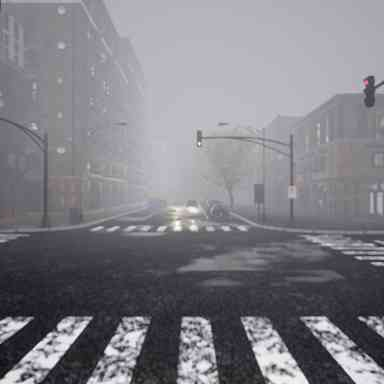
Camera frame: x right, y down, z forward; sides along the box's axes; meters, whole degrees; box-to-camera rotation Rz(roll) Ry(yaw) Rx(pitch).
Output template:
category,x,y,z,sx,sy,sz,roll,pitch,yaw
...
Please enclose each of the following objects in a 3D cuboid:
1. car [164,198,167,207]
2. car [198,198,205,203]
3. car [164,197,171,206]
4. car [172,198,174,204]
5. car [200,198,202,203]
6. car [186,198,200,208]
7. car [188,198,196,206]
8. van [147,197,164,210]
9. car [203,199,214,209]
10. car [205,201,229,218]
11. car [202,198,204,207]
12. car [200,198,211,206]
category,x,y,z,sx,sy,sz,roll,pitch,yaw
car,-5.689,2.084,55.677,1.802,1.307,4.206,0,-1,0
car,2.693,2.471,95.551,2.008,1.369,4.403,0,-1,0
car,-5.690,1.874,61.376,2.192,1.841,5.009,0,-1,0
car,-5.689,2.227,72.767,2.008,1.369,4.403,0,-1,0
car,2.692,2.110,61.372,2.008,1.369,4.403,0,-1,0
car,0.003,2.019,59.662,1.882,1.535,5.008,0,-1,0
car,0.003,2.084,70.078,1.812,1.442,4.674,0,-1,0
van,-5.690,1.787,49.983,1.690,1.788,3.998,0,-1,0
car,2.691,1.779,38.587,1.967,1.590,4.097,0,-1,0
car,2.691,1.836,32.889,2.008,1.369,4.403,0,-1,0
car,2.691,1.832,44.283,1.967,1.590,4.097,0,-1,0
car,2.692,2.057,67.070,1.967,1.590,4.097,0,-1,0
